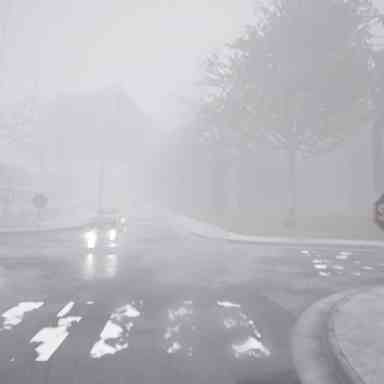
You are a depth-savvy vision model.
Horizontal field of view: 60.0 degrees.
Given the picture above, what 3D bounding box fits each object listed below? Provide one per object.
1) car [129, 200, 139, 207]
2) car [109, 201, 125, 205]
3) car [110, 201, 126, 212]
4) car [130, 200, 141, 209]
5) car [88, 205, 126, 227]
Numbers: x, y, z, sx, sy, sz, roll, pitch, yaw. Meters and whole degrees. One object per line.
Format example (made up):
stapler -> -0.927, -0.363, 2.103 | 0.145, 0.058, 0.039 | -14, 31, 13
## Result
car -> -12.195, 2.381, 70.141 | 1.895, 1.301, 4.718 | 0, -1, -11
car -> -8.463, 1.883, 37.173 | 1.882, 1.535, 5.008 | 0, -1, -11
car -> -10.980, 2.087, 49.731 | 2.128, 1.511, 4.902 | 0, -1, -11
car -> -10.132, 2.266, 59.895 | 2.128, 1.511, 4.902 | 0, -1, -11
car -> -6.385, 1.859, 24.882 | 1.895, 1.301, 4.718 | 0, -1, -6
